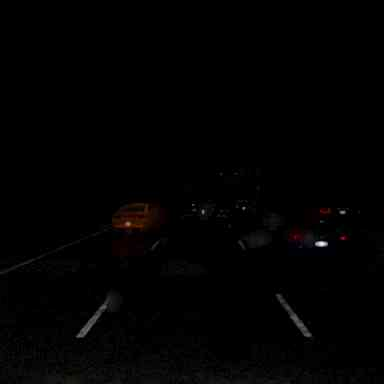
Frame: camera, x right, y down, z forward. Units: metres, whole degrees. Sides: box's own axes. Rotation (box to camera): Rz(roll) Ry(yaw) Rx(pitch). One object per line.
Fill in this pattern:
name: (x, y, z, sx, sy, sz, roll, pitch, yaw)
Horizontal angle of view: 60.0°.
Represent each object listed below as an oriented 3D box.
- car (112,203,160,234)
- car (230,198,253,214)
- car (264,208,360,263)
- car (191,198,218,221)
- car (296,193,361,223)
car: (-2.911, 1.347, 18.184, 1.882, 1.535, 5.008, 0, 0, 2)
car: (4.810, 1.295, 32.445, 1.812, 1.442, 4.674, 0, 0, 3)
car: (3.845, 1.480, 11.715, 1.994, 1.385, 4.181, 0, 0, 2)
car: (0.939, 1.383, 25.373, 1.994, 1.385, 4.181, 0, 0, 3)
car: (7.635, 1.086, 19.237, 2.150, 2.045, 5.566, 0, 1, 3)
